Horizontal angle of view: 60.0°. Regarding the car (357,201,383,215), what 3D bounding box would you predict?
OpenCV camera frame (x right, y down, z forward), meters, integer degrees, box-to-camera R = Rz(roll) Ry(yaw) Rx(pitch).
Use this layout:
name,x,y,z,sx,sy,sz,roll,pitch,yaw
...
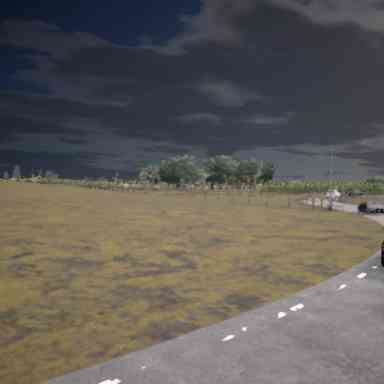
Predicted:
name,x,y,z,sx,sy,sz,roll,pitch,yaw
car,18.722,1.624,34.529,1.994,1.385,4.181,1,1,11

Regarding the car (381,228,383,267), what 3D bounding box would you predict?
name,x,y,z,sx,sy,sz,roll,pitch,yaw
car,7.691,1.592,11.122,1.882,1.535,5.008,0,-1,38

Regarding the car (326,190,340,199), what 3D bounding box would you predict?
name,x,y,z,sx,sy,sz,roll,pitch,yaw
car,32.287,0.527,75.950,2.150,2.045,5.566,0,1,35
